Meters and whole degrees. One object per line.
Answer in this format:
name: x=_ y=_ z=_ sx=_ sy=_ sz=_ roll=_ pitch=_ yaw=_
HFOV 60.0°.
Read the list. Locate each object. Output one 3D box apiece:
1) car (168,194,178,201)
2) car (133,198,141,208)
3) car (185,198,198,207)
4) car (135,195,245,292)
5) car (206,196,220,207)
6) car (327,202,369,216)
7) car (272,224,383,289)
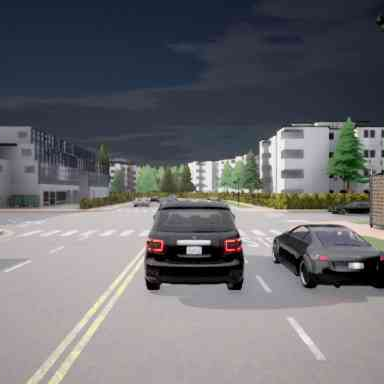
car: x=-4.542 y=1.262 z=80.385 sx=2.097 sy=1.767 sz=4.553 roll=0 pitch=0 yaw=-8
car: x=-7.321 y=1.600 z=48.548 sx=1.895 sy=1.301 sz=4.718 roll=0 pitch=0 yaw=0
car: x=-0.152 y=1.600 z=50.755 sx=1.895 sy=1.301 sz=4.718 roll=0 pitch=0 yaw=-1
car: x=0.061 y=1.221 z=9.106 sx=2.150 sy=2.045 sz=5.566 roll=0 pitch=0 yaw=0
car: x=3.316 y=1.477 z=53.867 sx=1.882 sy=1.535 sz=5.008 roll=0 pitch=0 yaw=-1
car: x=15.350 y=1.583 z=31.321 sx=4.718 sy=1.301 sz=1.895 roll=0 pitch=0 yaw=0
car: x=3.564 y=1.564 z=9.201 sx=1.994 sy=1.385 sz=4.181 roll=0 pitch=0 yaw=0
